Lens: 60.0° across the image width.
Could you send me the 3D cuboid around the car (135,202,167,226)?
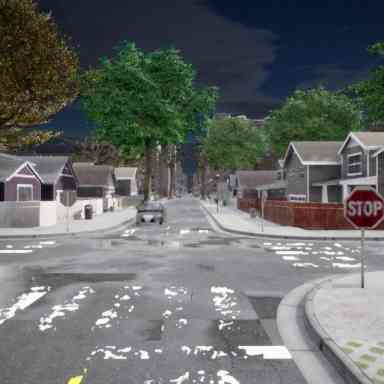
[{"bbox_3d":[-2.833,1.499,23.756,2.128,1.511,4.902,0,0,0],"label":"car"}]
